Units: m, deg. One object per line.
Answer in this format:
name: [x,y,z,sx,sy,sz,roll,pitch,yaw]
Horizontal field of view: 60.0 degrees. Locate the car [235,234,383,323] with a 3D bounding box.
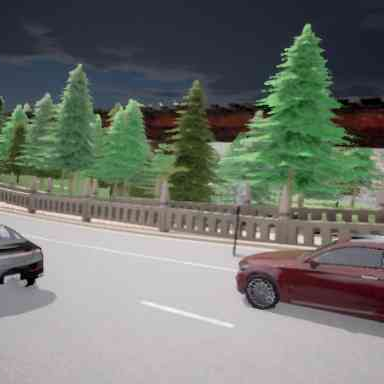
car: [3.071,1.522,6.100,4.674,1.442,1.812,0,0,36]

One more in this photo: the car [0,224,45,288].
car: [-5.475,1.455,7.899,4.902,1.511,2.128,0,0,36]
